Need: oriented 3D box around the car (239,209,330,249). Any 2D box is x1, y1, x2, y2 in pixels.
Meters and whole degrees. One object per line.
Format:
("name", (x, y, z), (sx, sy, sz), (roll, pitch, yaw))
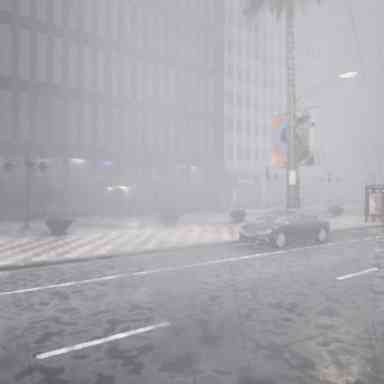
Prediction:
("car", (4.268, 1.536, 14.986), (4.892, 1.521, 2.231), (0, 0, -35))
